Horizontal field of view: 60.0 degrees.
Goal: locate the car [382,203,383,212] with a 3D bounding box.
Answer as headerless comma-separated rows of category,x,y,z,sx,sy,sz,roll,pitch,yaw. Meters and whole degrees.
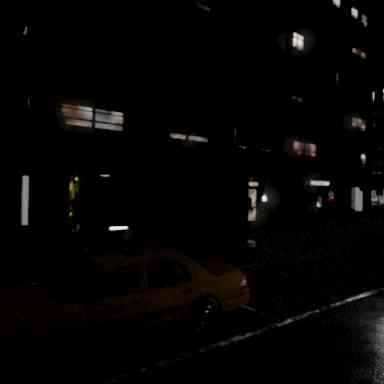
car,24.585,1.909,41.299,2.008,1.369,4.403,1,-1,-36

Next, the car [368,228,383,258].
car,7.983,1.620,11.740,4.313,1.339,1.947,0,0,-35

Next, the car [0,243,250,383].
car,-1.224,1.533,5.189,4.829,1.417,1.752,0,1,-35

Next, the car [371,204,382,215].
car,17.984,1.673,36.540,1.967,1.590,4.097,1,-1,-36
